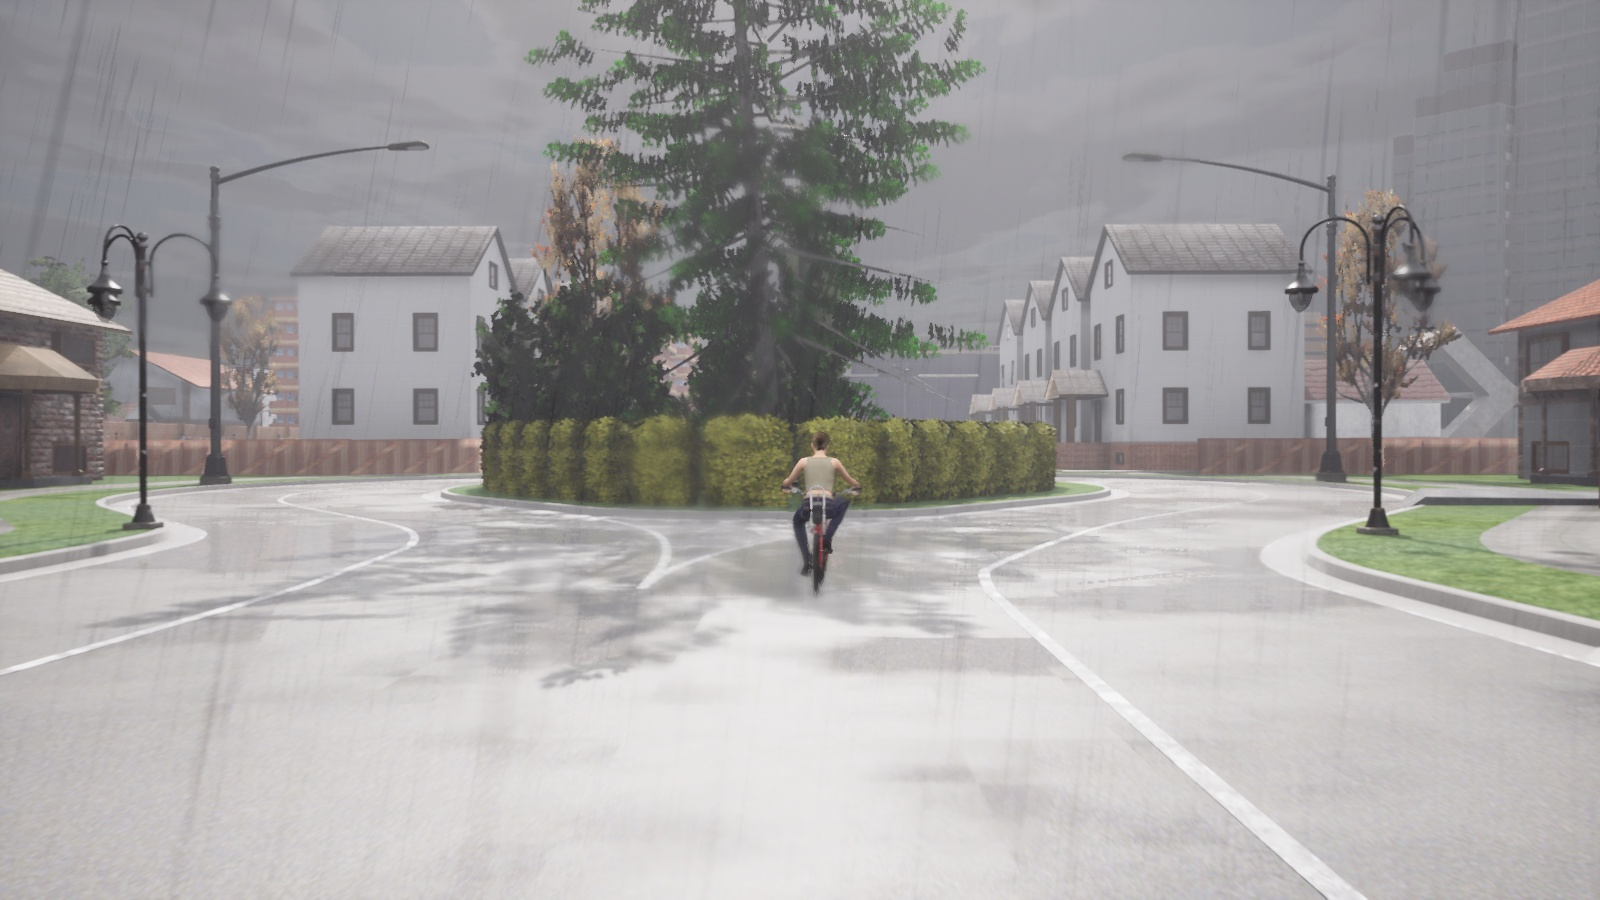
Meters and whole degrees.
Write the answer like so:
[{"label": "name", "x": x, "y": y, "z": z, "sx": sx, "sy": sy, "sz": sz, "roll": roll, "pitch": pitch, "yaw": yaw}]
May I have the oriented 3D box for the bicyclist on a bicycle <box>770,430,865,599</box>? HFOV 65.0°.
[{"label": "bicyclist on a bicycle", "x": 0.206, "y": 0.611, "z": 12.801, "sx": 0.866, "sy": 1.612, "sz": 1.509, "roll": 1, "pitch": 0, "yaw": 4}]
